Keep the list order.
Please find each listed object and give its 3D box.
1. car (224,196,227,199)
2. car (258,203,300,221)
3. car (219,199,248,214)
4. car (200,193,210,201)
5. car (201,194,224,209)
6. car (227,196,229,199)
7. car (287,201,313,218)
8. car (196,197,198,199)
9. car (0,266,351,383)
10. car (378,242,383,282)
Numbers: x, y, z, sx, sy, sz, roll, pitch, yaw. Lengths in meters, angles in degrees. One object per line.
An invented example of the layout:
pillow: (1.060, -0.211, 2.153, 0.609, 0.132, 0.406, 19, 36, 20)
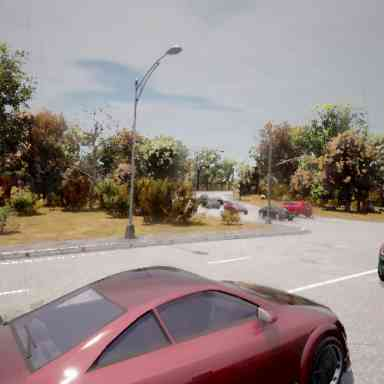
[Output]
car: (4.687, 1.633, 64.870, 1.882, 1.535, 5.008, 2, 2, -10)
car: (9.251, 2.291, 36.693, 1.837, 1.490, 4.892, 3, -1, -23)
car: (5.895, 2.198, 45.347, 1.812, 1.442, 4.674, 3, 0, -19)
car: (2.988, 1.157, 78.217, 1.994, 1.385, 4.181, 2, 2, -1)
car: (3.063, 1.745, 54.906, 2.097, 1.767, 4.553, 3, 1, -14)
car: (6.982, 1.519, 72.237, 1.812, 1.442, 4.674, 2, 2, -6)
car: (13.733, 2.270, 44.624, 2.150, 2.045, 5.566, 3, 0, -21)
car: (0.981, 1.585, 64.745, 1.895, 1.301, 4.718, 2, 2, -9)
car: (-0.109, 1.571, 3.674, 4.181, 1.385, 1.994, 0, 0, -36)
car: (6.905, 1.484, 8.739, 4.553, 1.767, 2.097, 2, -1, -36)
